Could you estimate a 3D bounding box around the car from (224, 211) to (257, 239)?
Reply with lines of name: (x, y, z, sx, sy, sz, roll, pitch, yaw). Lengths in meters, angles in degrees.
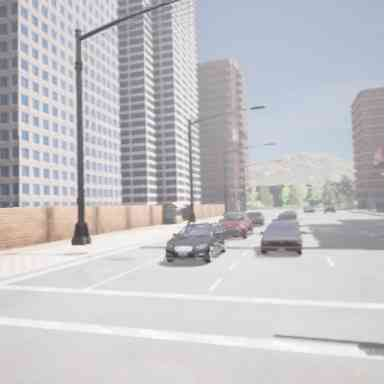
car: (3.098, 2.312, 23.692, 2.097, 1.767, 4.553, -3, -3, 17)

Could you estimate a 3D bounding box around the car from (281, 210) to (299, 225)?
car: (11.162, 2.846, 37.689, 1.812, 1.442, 4.674, -3, -3, 17)

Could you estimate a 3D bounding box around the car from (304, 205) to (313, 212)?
car: (29.024, 4.158, 82.948, 1.882, 1.535, 5.008, -3, -3, 17)

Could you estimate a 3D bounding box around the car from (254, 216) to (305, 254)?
car: (4.563, 2.151, 16.613, 2.033, 1.411, 5.357, -3, -3, 17)

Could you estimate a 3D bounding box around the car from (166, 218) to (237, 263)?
car: (0.373, 2.152, 14.898, 2.128, 1.511, 4.902, -3, -3, 17)

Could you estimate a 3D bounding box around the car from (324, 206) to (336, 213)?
car: (27.525, 3.428, 66.413, 1.812, 1.442, 4.674, -3, -3, 17)

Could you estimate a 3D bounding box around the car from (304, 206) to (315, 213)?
car: (26.010, 4.007, 73.265, 1.895, 1.301, 4.718, -3, -3, 17)

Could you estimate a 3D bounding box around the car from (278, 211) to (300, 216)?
car: (7.443, 2.422, 25.850, 1.837, 1.490, 4.892, -3, -2, 17)

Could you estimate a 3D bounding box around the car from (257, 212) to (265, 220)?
car: (6.716, 2.856, 35.228, 1.837, 1.490, 4.892, -3, -2, 17)
